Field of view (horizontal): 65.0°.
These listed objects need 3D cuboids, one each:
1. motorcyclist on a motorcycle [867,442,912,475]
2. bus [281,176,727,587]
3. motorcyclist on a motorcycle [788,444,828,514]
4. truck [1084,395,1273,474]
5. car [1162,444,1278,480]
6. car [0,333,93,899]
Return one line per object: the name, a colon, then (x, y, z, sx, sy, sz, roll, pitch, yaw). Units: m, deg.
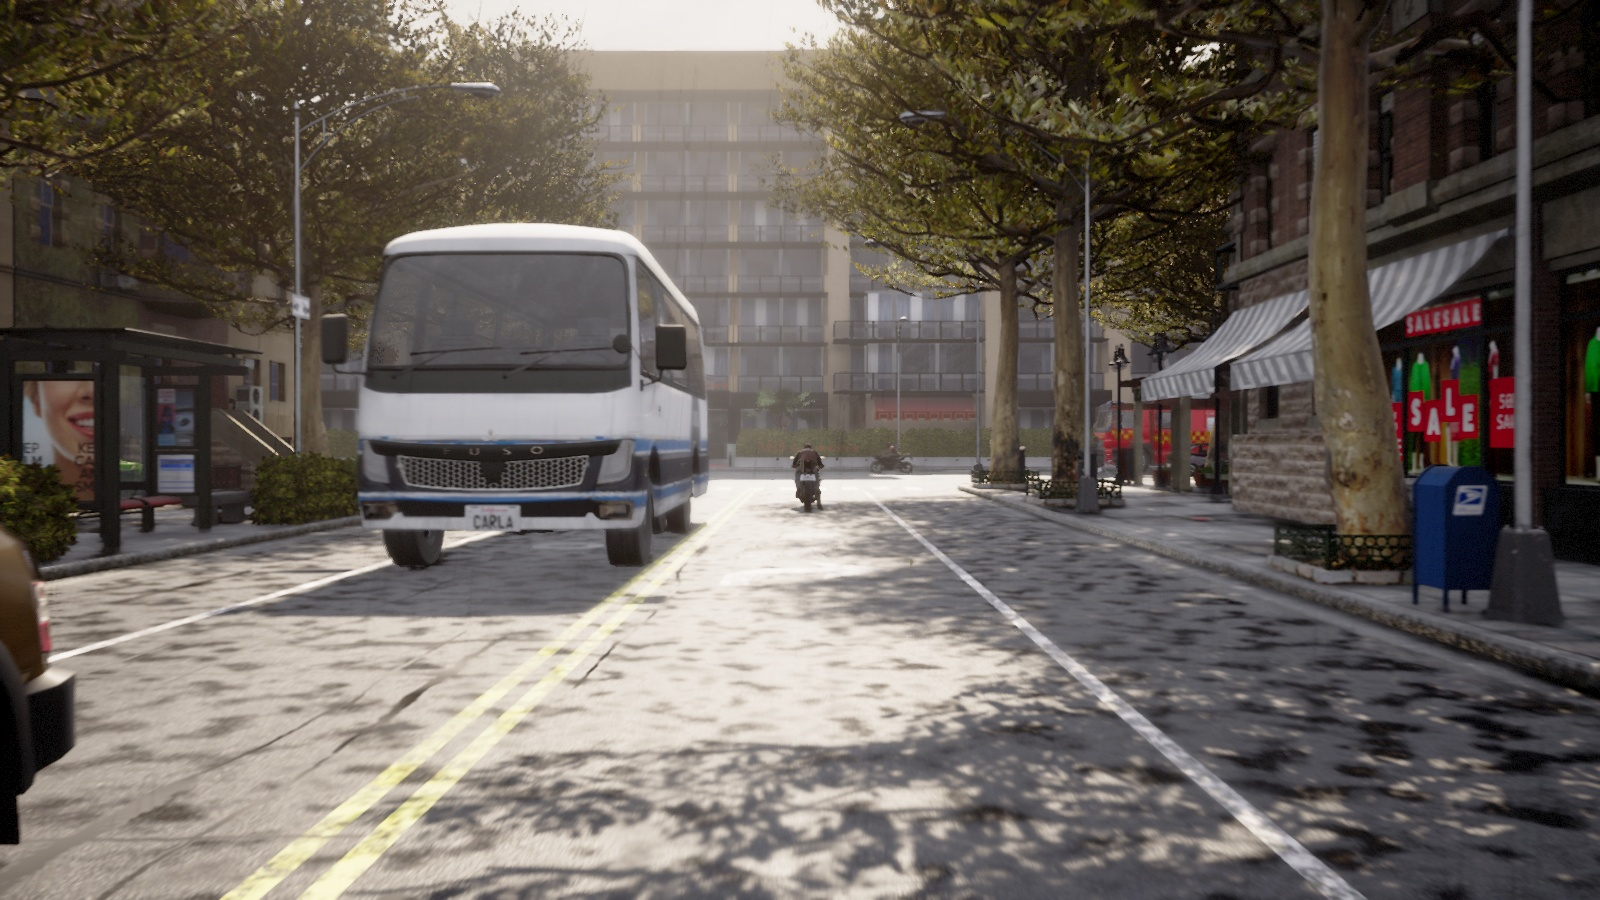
motorcyclist on a motorcycle: (4.205, 0.400, 58.856, 2.044, 1.523, 0.797, 0, 0, 0)
bus: (-3.369, -0.735, 18.154, 3.944, 4.253, 10.273, 0, 0, 0)
motorcyclist on a motorcycle: (0.177, 0.621, 28.469, 0.866, 1.530, 2.191, 0, 0, 0)
truck: (18.672, -0.754, 62.326, 8.468, 3.827, 2.891, 0, 0, 0)
car: (17.291, 0.482, 51.835, 4.193, 1.474, 1.816, 0, 0, 0)
car: (-3.472, 0.551, 2.115, 1.932, 1.855, 4.605, 0, 0, 0)
